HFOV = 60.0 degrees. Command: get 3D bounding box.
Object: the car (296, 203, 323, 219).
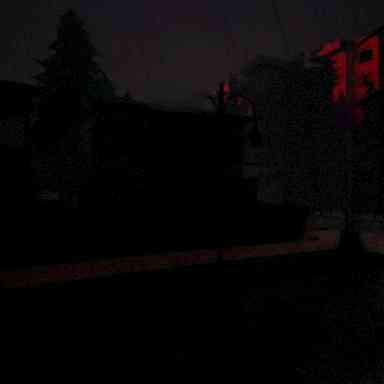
[{"bbox_3d":[10.607,1.811,32.557,1.812,1.442,4.674,1,0,-25],"label":"car"}]
